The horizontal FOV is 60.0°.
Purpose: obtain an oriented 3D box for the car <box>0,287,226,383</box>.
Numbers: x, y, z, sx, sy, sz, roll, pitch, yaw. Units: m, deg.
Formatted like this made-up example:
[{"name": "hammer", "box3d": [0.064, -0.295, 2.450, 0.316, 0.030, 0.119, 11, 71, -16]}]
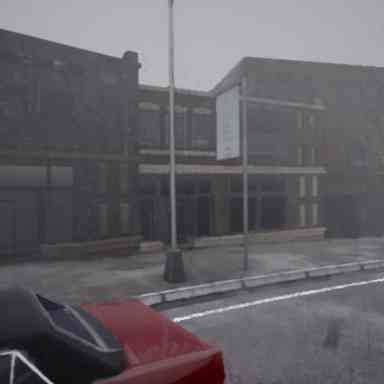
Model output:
[{"name": "car", "box3d": [-2.128, 1.573, 2.344, 4.718, 1.301, 1.895, 0, 1, -34]}]
